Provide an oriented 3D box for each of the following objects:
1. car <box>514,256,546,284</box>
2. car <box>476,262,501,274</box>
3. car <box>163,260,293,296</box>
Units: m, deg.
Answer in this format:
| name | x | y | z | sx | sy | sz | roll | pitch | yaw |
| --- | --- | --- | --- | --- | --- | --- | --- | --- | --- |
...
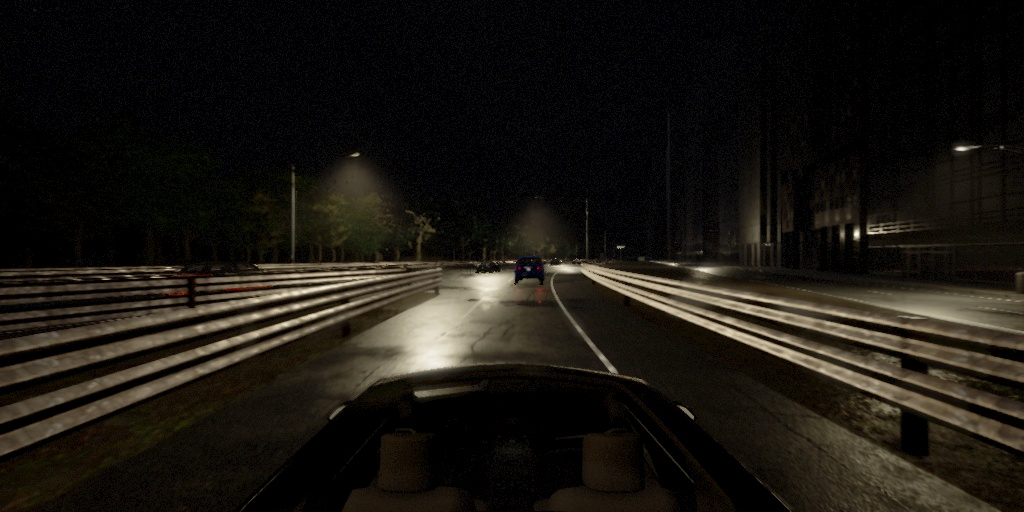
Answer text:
| name | x | y | z | sx | sy | sz | roll | pitch | yaw |
| --- | --- | --- | --- | --- | --- | --- | --- | --- | --- |
| car | 1.436 | 1.031 | 27.905 | 2.150 | 2.045 | 5.566 | 0 | 0 | 6 |
| car | -2.842 | 1.398 | 44.214 | 1.994 | 1.385 | 4.181 | 0 | 0 | 18 |
| car | -12.326 | 1.037 | 16.060 | 2.097 | 1.767 | 4.553 | 0 | 0 | 19 |
